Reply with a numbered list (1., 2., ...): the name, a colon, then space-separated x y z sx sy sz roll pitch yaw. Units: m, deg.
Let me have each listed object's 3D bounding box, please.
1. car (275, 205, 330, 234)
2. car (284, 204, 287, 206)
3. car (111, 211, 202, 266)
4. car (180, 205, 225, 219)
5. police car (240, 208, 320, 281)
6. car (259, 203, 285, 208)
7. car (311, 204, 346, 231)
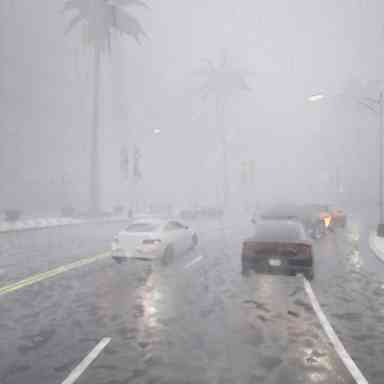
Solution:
1. car: 6.152 1.692 18.355 1.837 1.490 4.892 0 -1 30
2. car: 10.711 1.873 30.431 4.181 1.385 1.994 1 -1 -41
3. car: -1.205 1.633 12.018 1.812 1.442 4.674 0 -1 16
4. car: 0.940 1.887 30.833 1.895 1.301 4.718 0 -1 41
5. police car: 2.774 1.531 10.553 1.930 1.638 5.238 0 -1 17
6. car: 8.104 1.817 33.050 4.902 1.511 2.128 1 -1 -39
7. car: 8.955 1.584 22.625 2.097 1.767 4.553 0 -1 37
